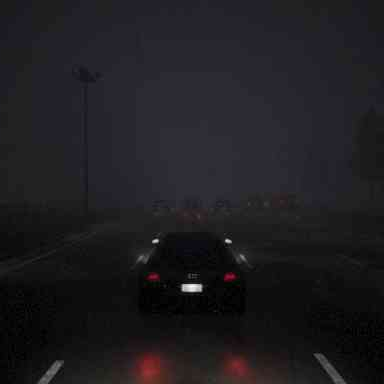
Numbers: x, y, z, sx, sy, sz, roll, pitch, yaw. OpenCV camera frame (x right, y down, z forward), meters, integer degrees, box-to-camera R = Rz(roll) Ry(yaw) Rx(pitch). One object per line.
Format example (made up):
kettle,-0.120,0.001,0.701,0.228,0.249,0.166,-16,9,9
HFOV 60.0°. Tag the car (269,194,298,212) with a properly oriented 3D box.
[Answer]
car,10.499,1.221,38.371,2.150,2.045,5.566,0,0,0

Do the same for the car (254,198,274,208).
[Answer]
car,10.494,1.601,48.872,1.895,1.301,4.718,0,0,0

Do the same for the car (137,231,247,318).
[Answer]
car,-0.002,1.564,7.539,1.994,1.385,4.181,0,0,0

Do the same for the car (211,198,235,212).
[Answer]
car,3.498,1.505,38.623,1.837,1.490,4.892,0,0,0

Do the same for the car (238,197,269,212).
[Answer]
car,6.998,1.352,38.421,2.097,1.767,4.553,0,0,0

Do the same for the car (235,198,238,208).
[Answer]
car,6.990,1.547,48.161,2.033,1.411,5.357,0,0,0

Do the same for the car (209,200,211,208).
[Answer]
car,3.494,1.601,48.895,1.895,1.301,4.718,0,0,0

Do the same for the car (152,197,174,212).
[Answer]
car,-3.499,1.505,38.878,1.837,1.490,4.892,0,0,0

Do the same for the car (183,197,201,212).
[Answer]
car,0.001,1.352,38.861,2.097,1.767,4.553,0,0,0
